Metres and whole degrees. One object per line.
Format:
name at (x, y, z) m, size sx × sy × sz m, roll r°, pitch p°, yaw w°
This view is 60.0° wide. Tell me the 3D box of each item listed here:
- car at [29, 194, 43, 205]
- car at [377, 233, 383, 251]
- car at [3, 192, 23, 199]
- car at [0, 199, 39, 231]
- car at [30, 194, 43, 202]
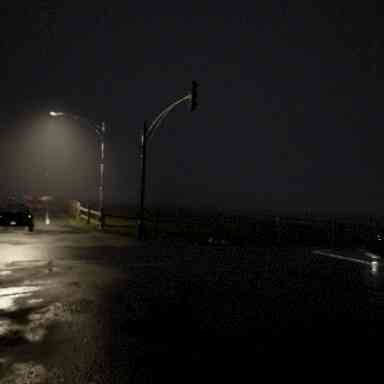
car at (-24.124, 1.148, 51.270) m, size 1.812 × 1.442 × 4.674 m, roll 2°, pitch -1°, yaw -24°
car at (11.668, 2.341, 16.859) m, size 5.008 × 1.535 × 1.882 m, roll 3°, pitch -2°, yaw -23°
car at (-28.380, 1.019, 52.235) m, size 2.033 × 1.411 × 5.357 m, roll 2°, pitch -1°, yaw -22°
car at (-9.925, 1.351, 18.877) m, size 1.812 × 1.442 × 4.674 m, roll 2°, pitch 0°, yaw -24°
car at (-29.445, 1.081, 63.164) m, size 2.033 × 1.411 × 5.357 m, roll 2°, pitch -1°, yaw -24°
